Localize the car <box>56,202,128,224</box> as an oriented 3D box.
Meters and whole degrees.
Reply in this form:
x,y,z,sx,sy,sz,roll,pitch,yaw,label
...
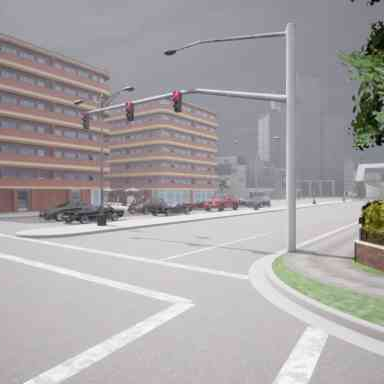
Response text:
x,y,z,sx,sy,sz,roll,pitch,yaw,label
-7.364,1.601,24.903,1.895,1.301,4.718,0,0,33,car

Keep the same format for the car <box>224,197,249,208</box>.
x,y,z,sx,sy,sz,roll,pitch,yaw,label
6.746,1.526,50.123,1.812,1.442,4.674,0,0,36,car

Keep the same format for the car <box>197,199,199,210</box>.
x,y,z,sx,sy,sz,roll,pitch,yaw,label
0.693,1.601,41.864,1.895,1.301,4.718,0,0,36,car

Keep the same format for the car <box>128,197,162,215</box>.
x,y,z,sx,sy,sz,roll,pitch,yaw,label
-4.562,1.352,34.649,2.097,1.767,4.553,0,0,35,car

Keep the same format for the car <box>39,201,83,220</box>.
x,y,z,sx,sy,sz,roll,pitch,yaw,label
-9.967,1.505,27.238,1.837,1.490,4.892,0,0,36,car

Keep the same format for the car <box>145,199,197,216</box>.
x,y,z,sx,sy,sz,roll,pitch,yaw,label
-1.952,1.599,32.299,1.895,1.301,4.718,0,0,36,car

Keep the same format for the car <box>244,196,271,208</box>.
x,y,z,sx,sy,sz,roll,pitch,yaw,label
9.680,1.352,48.206,2.097,1.767,4.553,0,0,36,car

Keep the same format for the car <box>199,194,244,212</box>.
x,y,z,sx,sy,sz,roll,pitch,yaw,label
3.625,1.221,39.942,2.150,2.045,5.566,0,0,36,car
